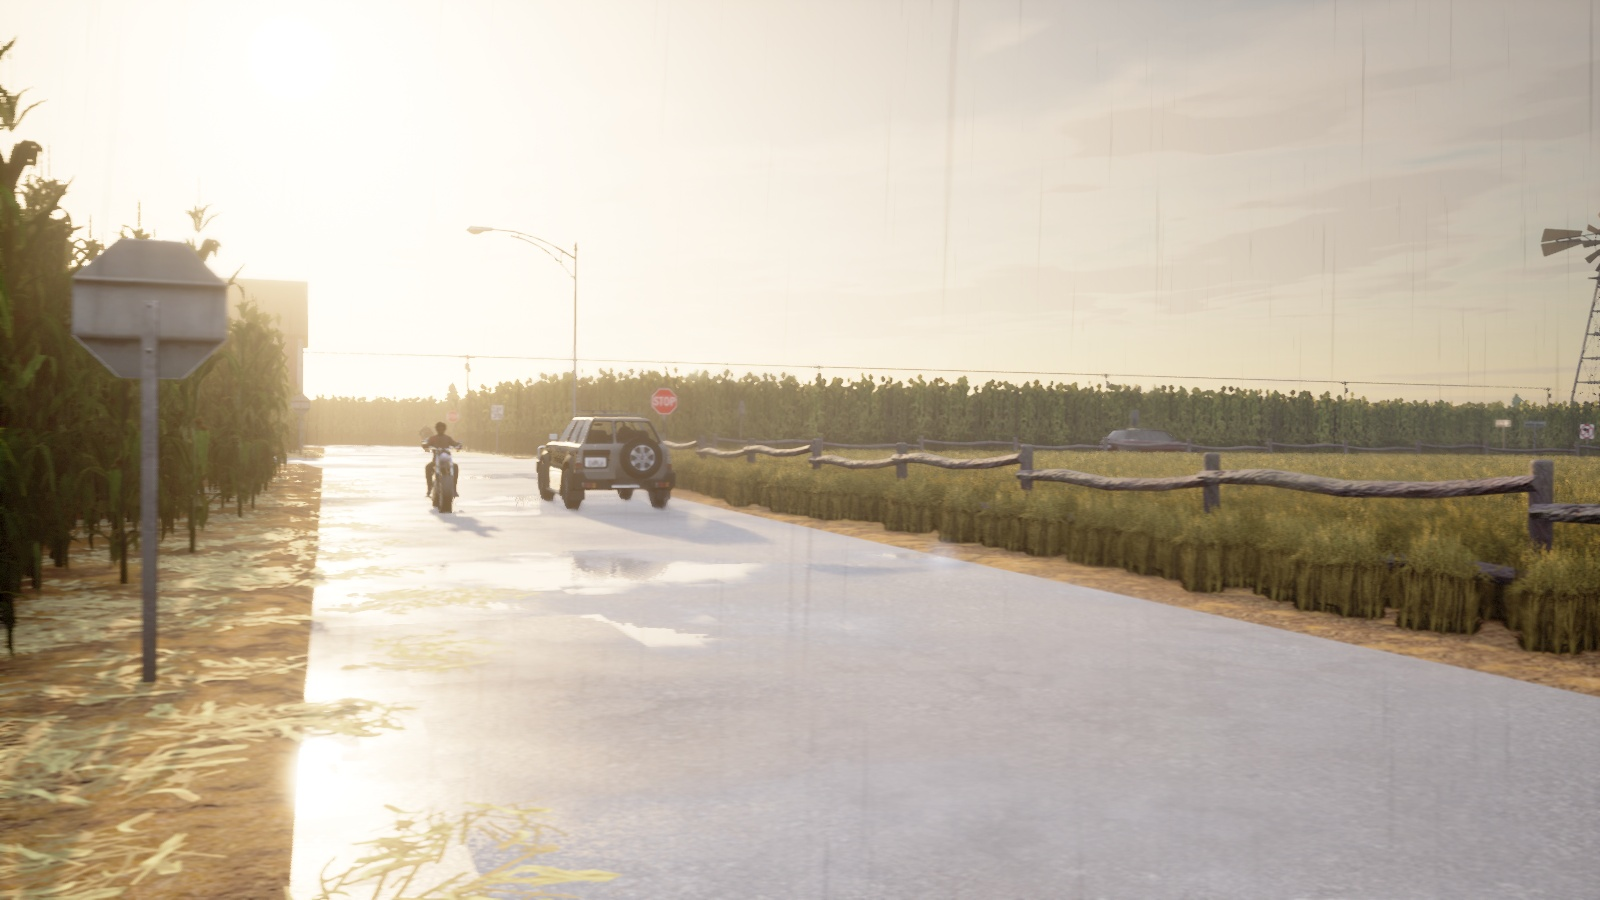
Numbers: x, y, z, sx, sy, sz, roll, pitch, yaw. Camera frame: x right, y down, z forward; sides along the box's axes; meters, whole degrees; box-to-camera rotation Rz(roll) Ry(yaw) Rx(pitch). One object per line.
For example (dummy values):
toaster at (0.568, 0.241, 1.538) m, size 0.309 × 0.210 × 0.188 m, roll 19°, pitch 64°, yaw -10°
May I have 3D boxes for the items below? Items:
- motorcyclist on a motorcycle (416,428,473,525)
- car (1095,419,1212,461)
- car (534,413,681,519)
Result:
motorcyclist on a motorcycle at (-6.430, 0.435, 22.655) m, size 0.766 × 1.649 × 2.350 m, roll -1°, pitch 1°, yaw -21°
car at (15.323, -0.451, 54.482) m, size 4.553 × 1.767 × 2.097 m, roll -1°, pitch 1°, yaw -20°
car at (-3.900, 0.236, 24.723) m, size 1.932 × 1.855 × 4.605 m, roll -1°, pitch 1°, yaw -21°
